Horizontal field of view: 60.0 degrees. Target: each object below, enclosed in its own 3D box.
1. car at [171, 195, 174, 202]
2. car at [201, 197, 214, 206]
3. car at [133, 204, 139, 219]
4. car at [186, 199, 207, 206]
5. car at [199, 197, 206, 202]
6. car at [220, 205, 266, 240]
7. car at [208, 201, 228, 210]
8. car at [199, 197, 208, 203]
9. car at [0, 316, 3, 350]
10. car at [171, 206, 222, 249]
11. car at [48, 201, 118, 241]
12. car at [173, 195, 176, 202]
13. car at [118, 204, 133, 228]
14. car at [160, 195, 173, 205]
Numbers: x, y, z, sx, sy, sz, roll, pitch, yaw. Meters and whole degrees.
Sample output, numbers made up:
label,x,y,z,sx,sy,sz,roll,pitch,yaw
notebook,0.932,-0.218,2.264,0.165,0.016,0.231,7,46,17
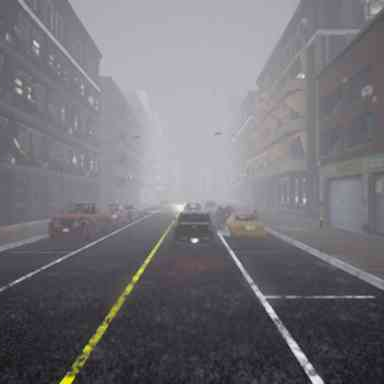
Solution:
label,x,y,z,sx,sy,sz,roll,pitch,yaw
car,-5.641,1.962,73.844,2.008,1.369,4.403,0,0,0
car,2.725,1.840,51.289,2.008,1.369,4.403,0,0,0
car,-5.671,1.707,28.755,1.887,1.381,4.507,0,0,0
car,0.121,1.733,32.859,2.033,1.411,5.357,0,0,0
car,2.752,2.086,90.742,1.802,1.307,4.206,0,0,0
car,2.702,1.627,17.643,1.752,1.417,4.829,0,0,0
car,2.710,1.708,28.745,1.887,1.381,4.507,0,0,0
car,2.744,2.009,79.470,1.947,1.339,4.313,0,0,0
car,-3.101,1.610,1.571,1.895,1.301,4.718,0,0,0
car,0.109,1.591,14.997,1.837,1.490,4.892,0,0,0
car,-5.677,1.414,17.484,2.192,1.841,5.009,0,0,0
car,-5.632,2.017,85.116,1.887,1.381,4.507,0,0,0
car,-5.674,1.571,23.119,1.967,1.590,4.097,0,0,0
car,-5.644,1.931,68.207,2.008,1.369,4.403,0,0,0
